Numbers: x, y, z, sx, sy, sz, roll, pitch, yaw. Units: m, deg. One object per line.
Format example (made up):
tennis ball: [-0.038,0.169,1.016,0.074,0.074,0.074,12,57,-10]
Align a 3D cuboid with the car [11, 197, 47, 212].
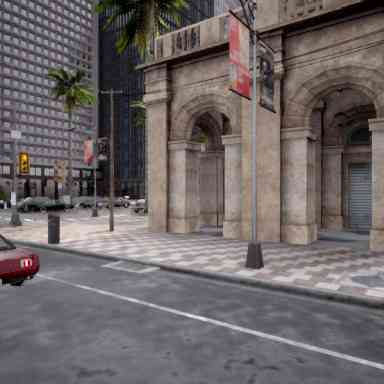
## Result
car: [-18.767,1.352,39.244,2.097,1.767,4.553,0,0,36]

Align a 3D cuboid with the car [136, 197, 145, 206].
car: [-7.313,1.526,55.115,1.812,1.442,4.674,0,0,36]

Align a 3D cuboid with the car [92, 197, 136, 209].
car: [-10.458,1.492,44.783,2.128,1.511,4.902,0,0,36]

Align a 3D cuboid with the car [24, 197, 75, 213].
car: [-15.761,1.601,37.426,1.895,1.301,4.718,0,0,36]

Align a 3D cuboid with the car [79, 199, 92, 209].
car: [-13.231,1.547,46.926,2.033,1.411,5.357,0,0,36]

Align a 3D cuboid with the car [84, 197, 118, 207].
car: [-13.907,1.513,51.272,2.161,1.482,4.786,0,0,35]

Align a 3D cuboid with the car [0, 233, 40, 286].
car: [-5.817,1.601,8.194,4.718,1.301,1.895,0,0,37]
